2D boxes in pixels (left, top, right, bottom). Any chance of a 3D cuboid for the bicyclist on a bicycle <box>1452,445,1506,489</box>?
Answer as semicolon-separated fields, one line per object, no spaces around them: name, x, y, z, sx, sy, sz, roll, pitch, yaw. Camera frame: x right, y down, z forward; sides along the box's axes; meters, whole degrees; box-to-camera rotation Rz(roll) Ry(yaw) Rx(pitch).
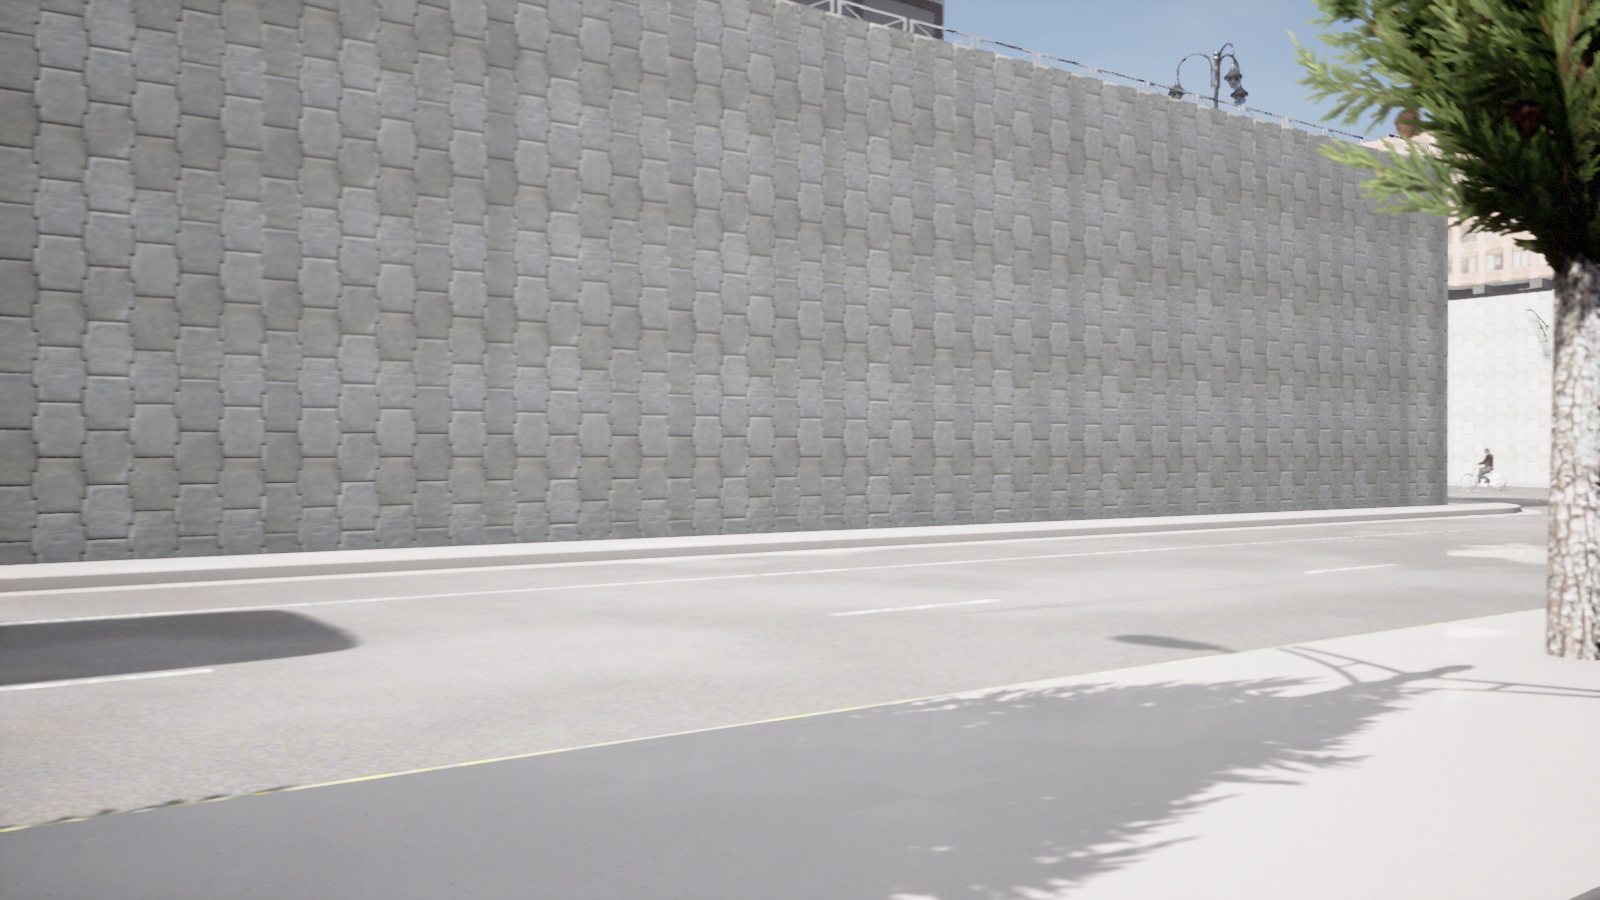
bicyclist on a bicycle;27.728;0.682;51.271;0.659;1.776;1.843;0;0;-34
